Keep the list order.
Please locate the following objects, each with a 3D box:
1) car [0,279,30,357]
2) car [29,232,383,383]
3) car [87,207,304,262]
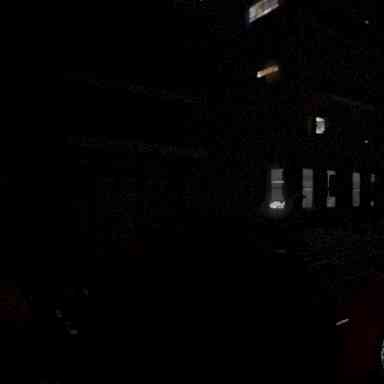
[{"bbox_3d":[-4.319,1.536,3.464,4.829,1.417,1.752,0,1,-35],"label":"car"},{"bbox_3d":[0.823,1.508,3.965,4.674,1.442,1.812,-1,0,-35],"label":"car"},{"bbox_3d":[0.356,1.290,6.793,5.009,1.841,2.192,0,1,-35],"label":"car"}]
